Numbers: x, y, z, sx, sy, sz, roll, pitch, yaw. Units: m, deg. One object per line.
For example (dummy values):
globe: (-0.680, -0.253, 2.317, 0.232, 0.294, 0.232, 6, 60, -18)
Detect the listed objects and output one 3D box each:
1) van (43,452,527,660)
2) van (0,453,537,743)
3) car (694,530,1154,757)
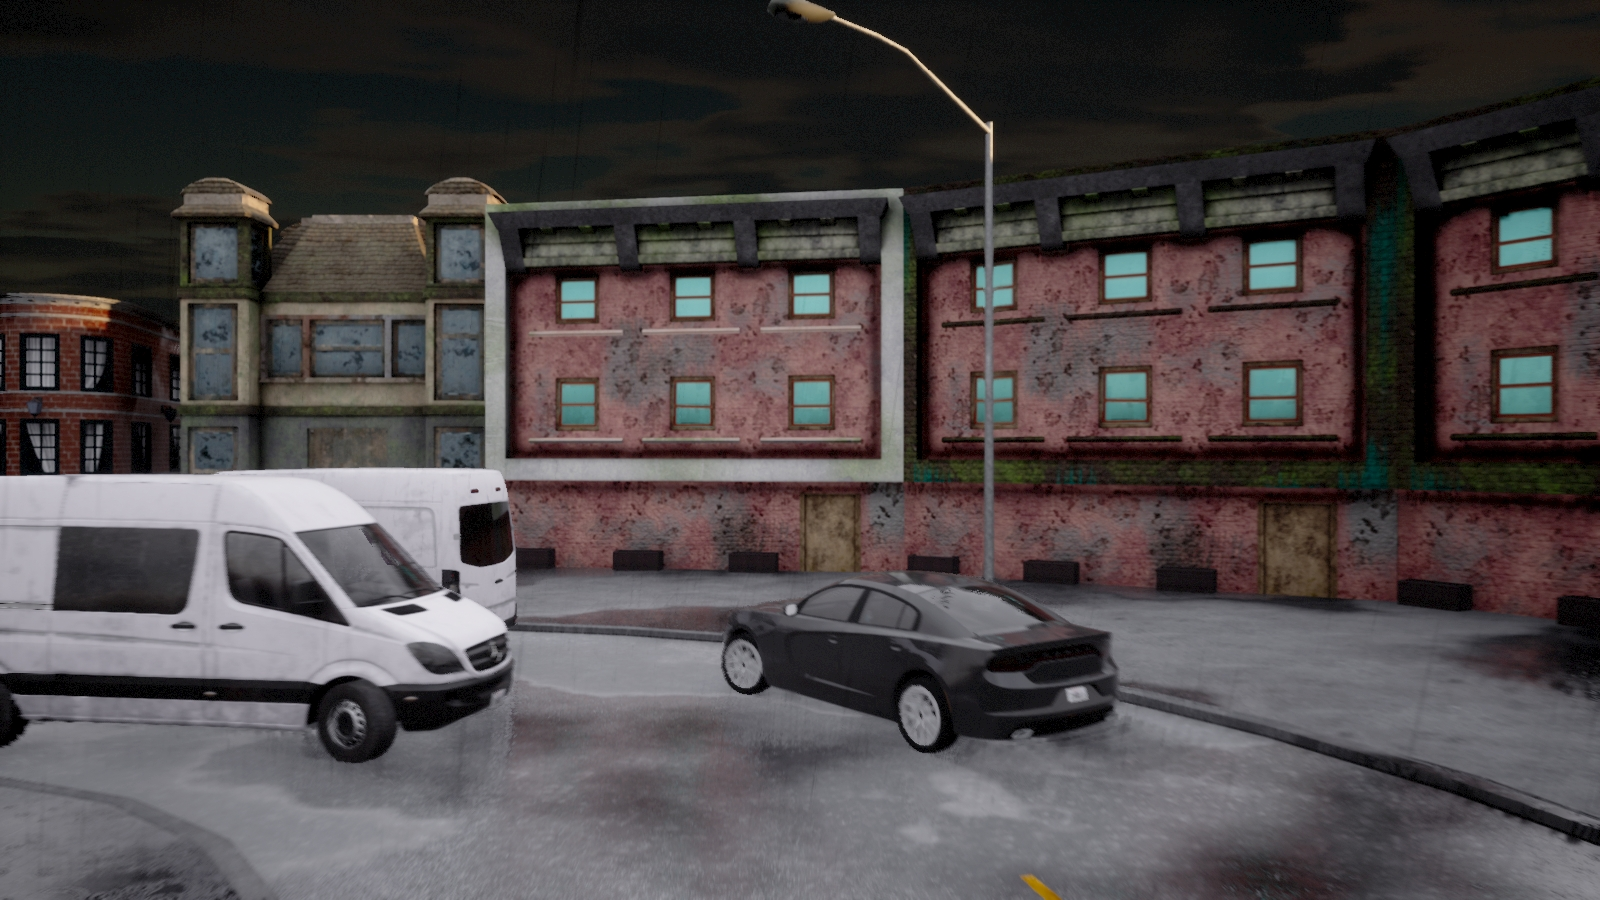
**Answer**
van: (-6.928, 1.315, 15.588, 5.915, 2.561, 1.988, 0, 0, 10)
van: (-5.827, 1.316, 11.403, 5.915, 2.561, 1.988, 0, 0, 6)
car: (1.046, 1.816, 12.248, 2.097, 1.535, 5.006, 0, 0, -36)
